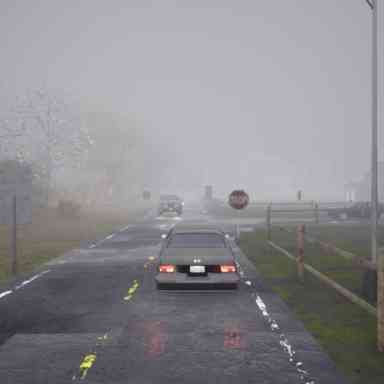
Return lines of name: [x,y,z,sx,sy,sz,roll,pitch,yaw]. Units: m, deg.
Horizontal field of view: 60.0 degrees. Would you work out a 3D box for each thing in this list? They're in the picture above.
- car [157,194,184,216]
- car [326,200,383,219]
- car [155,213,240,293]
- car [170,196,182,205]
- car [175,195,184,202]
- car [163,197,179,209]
car: [-2.284,1.213,32.723,2.150,2.045,5.566,0,0,-8]
car: [13.196,1.422,26.312,5.008,1.535,1.882,0,0,0]
car: [0.101,1.547,8.990,2.033,1.411,5.357,0,0,0]
car: [-2.797,1.451,59.123,1.837,1.490,4.892,0,1,0]
car: [-2.741,1.434,72.715,1.895,1.301,4.718,0,0,0]
car: [-2.832,1.450,45.261,1.882,1.535,5.008,0,0,0]
